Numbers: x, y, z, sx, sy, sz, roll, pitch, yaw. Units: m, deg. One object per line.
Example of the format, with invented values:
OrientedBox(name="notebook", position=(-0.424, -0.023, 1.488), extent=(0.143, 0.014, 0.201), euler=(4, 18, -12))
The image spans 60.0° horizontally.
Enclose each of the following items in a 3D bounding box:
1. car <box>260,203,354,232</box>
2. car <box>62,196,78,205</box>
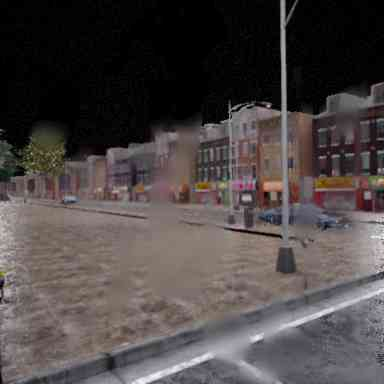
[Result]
OrientedBox(name="car", position=(6.422, 1.367, 19.307), extent=(2.033, 1.411, 5.357), euler=(-1, 1, -35))
OrientedBox(name="car", position=(-21.720, 1.472, 59.101), extent=(1.882, 1.535, 5.008), euler=(-1, 1, -35))
